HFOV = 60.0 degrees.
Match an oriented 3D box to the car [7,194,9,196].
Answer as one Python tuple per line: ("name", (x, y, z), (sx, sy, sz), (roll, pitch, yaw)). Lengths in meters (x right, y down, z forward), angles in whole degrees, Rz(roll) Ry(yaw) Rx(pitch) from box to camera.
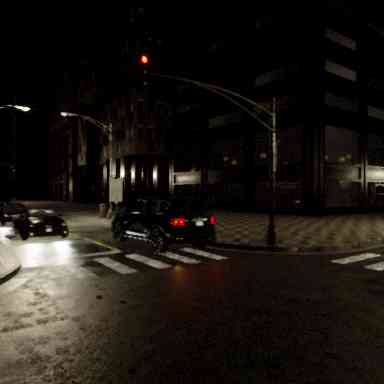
("car", (-30.411, 1.453, 53.657), (1.837, 1.490, 4.892), (0, 0, -36))

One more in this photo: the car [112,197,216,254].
("car", (-1.358, 1.217, 13.927), (2.150, 2.045, 5.566), (1, 0, -37))

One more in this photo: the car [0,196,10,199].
("car", (-18.746, 1.464, 32.086), (1.837, 1.490, 4.892), (0, 0, -36))

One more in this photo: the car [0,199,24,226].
("car", (-12.677, 1.497, 23.674), (1.812, 1.442, 4.674), (0, 0, -35))

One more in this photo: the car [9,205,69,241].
("car", (-7.638, 1.544, 16.717), (1.994, 1.385, 4.181), (0, 0, -35))
